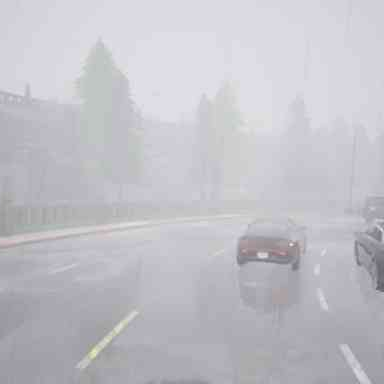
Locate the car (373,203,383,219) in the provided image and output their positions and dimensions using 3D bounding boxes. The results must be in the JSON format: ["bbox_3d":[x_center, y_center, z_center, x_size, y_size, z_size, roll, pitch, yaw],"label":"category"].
[{"bbox_3d":[19.190,1.731,30.783,4.181,1.385,1.994,0,0,-18],"label":"car"}]

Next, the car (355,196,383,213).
[{"bbox_3d":[15.279,1.356,25.214,5.566,2.045,2.150,0,-1,-30],"label":"car"}]

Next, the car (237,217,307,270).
[{"bbox_3d":[2.782,1.564,11.208,1.812,1.442,4.674,0,0,22],"label":"car"}]

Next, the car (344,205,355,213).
[{"bbox_3d":[17.961,1.645,34.028,5.008,1.535,1.882,0,0,-18],"label":"car"}]

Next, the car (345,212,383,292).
[{"bbox_3d":[5.524,1.541,8.736,2.128,1.511,4.902,0,0,19],"label":"car"}]
